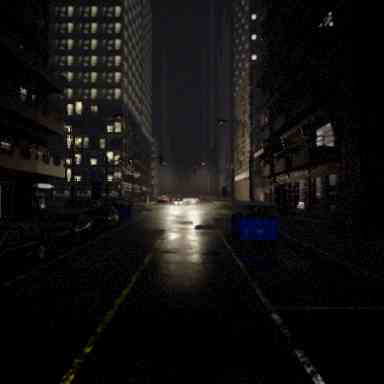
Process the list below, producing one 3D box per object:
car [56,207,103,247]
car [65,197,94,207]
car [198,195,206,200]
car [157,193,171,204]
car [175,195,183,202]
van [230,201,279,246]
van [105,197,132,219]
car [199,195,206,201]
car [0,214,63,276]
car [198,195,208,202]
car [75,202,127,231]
[{"bbox_3d":[-5.637,1.572,15.037,1.802,1.307,4.206,1,0,0],"label":"car"},{"bbox_3d":[-16.473,1.464,48.768,4.097,1.590,1.967,0,-1,0],"label":"car"},{"bbox_3d":[2.737,1.500,92.126,1.947,1.339,4.313,1,0,0],"label":"car"},{"bbox_3d":[-5.651,1.395,64.184,1.967,1.590,4.097,1,0,0],"label":"car"},{"bbox_3d":[-2.973,1.471,75.553,2.128,1.511,4.902,0,0,0],"label":"car"},{"bbox_3d":[2.714,1.331,15.087,1.690,1.788,3.998,1,0,0],"label":"van"},{"bbox_3d":[-5.799,1.323,26.118,1.690,1.788,3.998,1,0,0],"label":"van"},{"bbox_3d":[2.736,1.463,86.719,1.752,1.417,4.829,1,0,0],"label":"car"},{"bbox_3d":[-5.639,1.545,9.496,2.008,1.369,4.403,1,0,0],"label":"car"},{"bbox_3d":[2.730,1.528,75.394,1.802,1.307,4.206,1,0,0],"label":"car"},{"bbox_3d":[-5.636,1.552,20.577,1.947,1.339,4.313,1,0,0],"label":"car"}]
